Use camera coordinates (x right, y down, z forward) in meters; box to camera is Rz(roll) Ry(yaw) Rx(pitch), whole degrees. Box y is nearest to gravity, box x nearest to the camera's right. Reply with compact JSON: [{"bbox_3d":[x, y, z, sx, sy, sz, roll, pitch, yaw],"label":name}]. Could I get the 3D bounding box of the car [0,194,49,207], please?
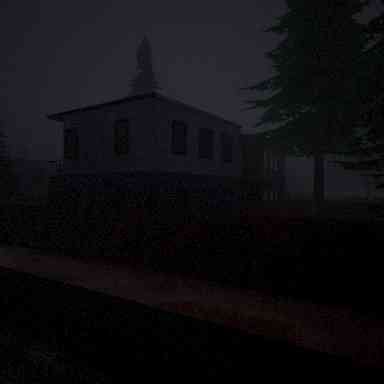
[{"bbox_3d":[-14.753,1.202,29.570,2.150,2.045,5.566,0,0,27],"label":"car"}]
